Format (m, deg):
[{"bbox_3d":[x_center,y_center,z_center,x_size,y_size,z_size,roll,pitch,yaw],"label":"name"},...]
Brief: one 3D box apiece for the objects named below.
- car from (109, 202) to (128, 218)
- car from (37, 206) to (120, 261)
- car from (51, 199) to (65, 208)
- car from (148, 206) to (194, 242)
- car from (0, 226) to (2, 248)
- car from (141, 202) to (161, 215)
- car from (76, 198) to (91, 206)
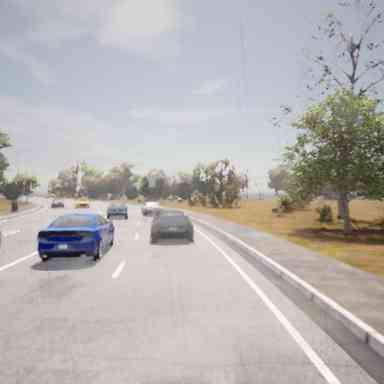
[{"bbox_3d":[-6.876,1.632,30.681,2.033,1.411,5.357,0,0,-12],"label":"car"},{"bbox_3d":[-4.122,1.516,12.534,1.882,1.535,5.008,0,0,-5],"label":"car"},{"bbox_3d":[-20.196,1.738,50.234,1.895,1.301,4.718,0,0,-21],"label":"car"},{"bbox_3d":[-1.054,1.607,16.701,1.994,1.385,4.181,0,0,-6],"label":"car"},{"bbox_3d":[-7.603,1.517,9.889,1.882,1.535,5.008,0,0,-5],"label":"car"},{"bbox_3d":[-4.187,1.692,34.485,1.895,1.301,4.718,0,0,-13],"label":"car"},{"bbox_3d":[-16.241,1.614,49.595,1.882,1.535,5.008,0,0,-20],"label":"car"}]
